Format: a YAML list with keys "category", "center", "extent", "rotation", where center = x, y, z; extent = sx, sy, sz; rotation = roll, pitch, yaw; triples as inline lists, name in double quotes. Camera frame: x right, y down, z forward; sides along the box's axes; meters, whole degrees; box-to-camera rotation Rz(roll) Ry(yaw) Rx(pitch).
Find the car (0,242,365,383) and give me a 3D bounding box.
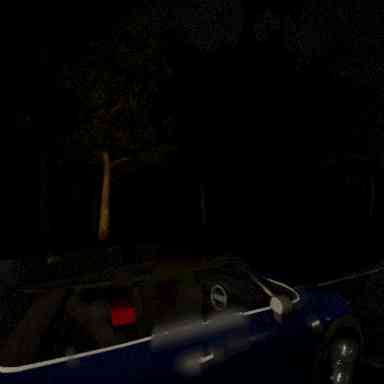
- category: "car"
  center: [-0.072, 1.371, 3.694]
  extent: [4.553, 1.767, 2.097]
  rotation: [1, 0, -36]
